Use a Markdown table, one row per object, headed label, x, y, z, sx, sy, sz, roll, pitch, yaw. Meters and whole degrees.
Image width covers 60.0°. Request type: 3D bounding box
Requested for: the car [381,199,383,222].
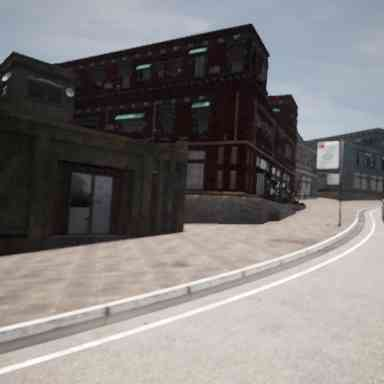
| label | x | y | z | sx | sy | sz | roll | pitch | yaw |
| --- | --- | --- | --- | --- | --- | --- | --- | --- | --- |
| car | 14.745 | 1.111 | 23.494 | 2.150 | 2.045 | 5.566 | 2 | 1 | 28 |
